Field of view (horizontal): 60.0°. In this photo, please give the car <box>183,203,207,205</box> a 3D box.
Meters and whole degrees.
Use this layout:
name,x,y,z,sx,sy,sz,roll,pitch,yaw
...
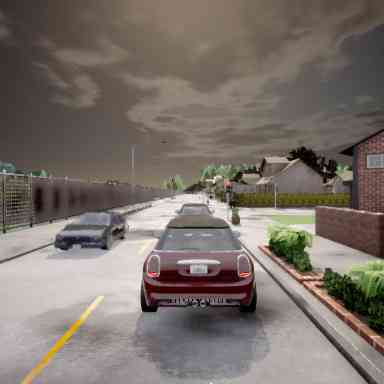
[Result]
name,x,y,z,sx,sy,sz,roll,pitch,yaw
car,0.149,1.352,17.550,2.097,1.767,4.553,0,0,0

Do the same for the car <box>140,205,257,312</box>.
name,x,y,z,sx,sy,sz,roll,pitch,yaw
car,0.119,1.352,7.853,2.097,1.767,4.553,0,0,0

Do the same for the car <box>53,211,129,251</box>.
name,x,y,z,sx,sy,sz,roll,pitch,yaw
car,-4.040,1.548,14.363,2.033,1.411,5.357,0,0,0
